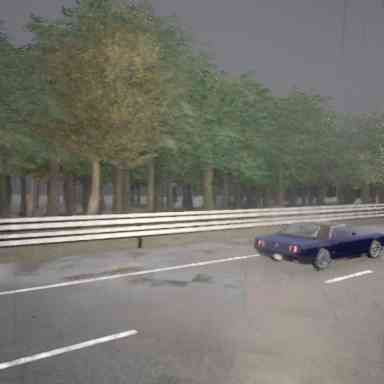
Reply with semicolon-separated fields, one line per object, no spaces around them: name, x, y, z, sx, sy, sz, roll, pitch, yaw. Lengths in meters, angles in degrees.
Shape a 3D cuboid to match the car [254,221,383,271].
car;4.359;1.609;10.954;4.718;1.301;1.895;0;0;-34
